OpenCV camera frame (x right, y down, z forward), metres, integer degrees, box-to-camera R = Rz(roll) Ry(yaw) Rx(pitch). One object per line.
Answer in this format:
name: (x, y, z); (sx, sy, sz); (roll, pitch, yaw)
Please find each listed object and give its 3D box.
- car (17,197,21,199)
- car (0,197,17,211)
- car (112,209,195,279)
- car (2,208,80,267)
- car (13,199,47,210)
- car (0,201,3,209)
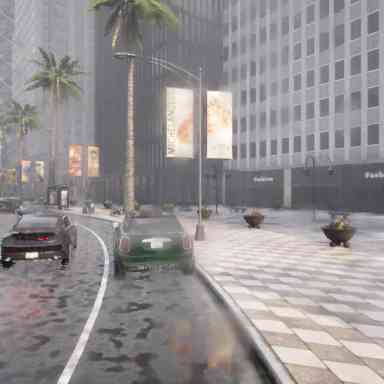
car: (-25.899, 1.461, 48.418); (2.231, 1.521, 4.892); (0, 0, -39)
car: (-22.705, 1.486, 39.592); (1.837, 1.490, 4.892); (0, 0, -38)
car: (-1.383, 1.352, 10.393); (2.097, 1.767, 4.553); (0, 0, -14)
car: (-5.089, 1.501, 11.554); (1.837, 1.490, 4.892); (0, 0, -16)
car: (-12.616, 1.555, 26.482); (1.994, 1.385, 4.181); (0, 0, -35)
car: (-14.923, 1.514, 23.703); (1.812, 1.442, 4.674); (0, 0, -35)
